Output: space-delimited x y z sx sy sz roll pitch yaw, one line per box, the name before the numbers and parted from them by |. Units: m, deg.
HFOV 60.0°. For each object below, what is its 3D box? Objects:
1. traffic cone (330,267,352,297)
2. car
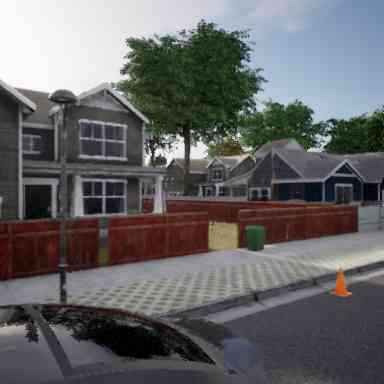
traffic cone | 3.298 1.956 7.366 0.340 0.580 0.340 0 0 -36
car | -1.630 1.506 1.419 4.892 1.490 1.837 0 0 -36
